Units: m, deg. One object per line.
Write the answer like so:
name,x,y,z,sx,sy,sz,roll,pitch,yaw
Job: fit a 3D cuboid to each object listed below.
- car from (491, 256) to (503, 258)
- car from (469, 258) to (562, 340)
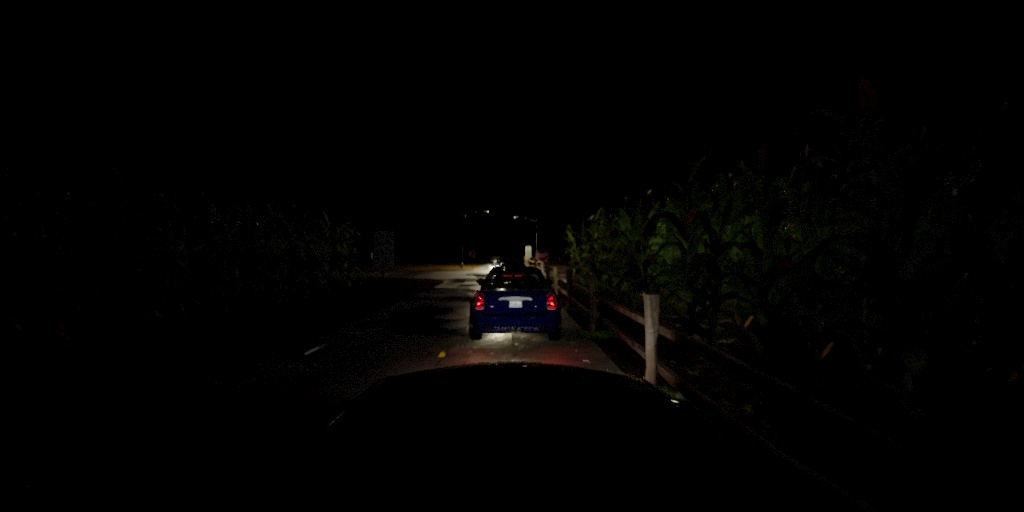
car,-2.861,0.748,62.846,2.128,1.511,4.902,0,0,1
car,0.082,1.041,9.876,2.097,1.767,4.553,0,0,0
